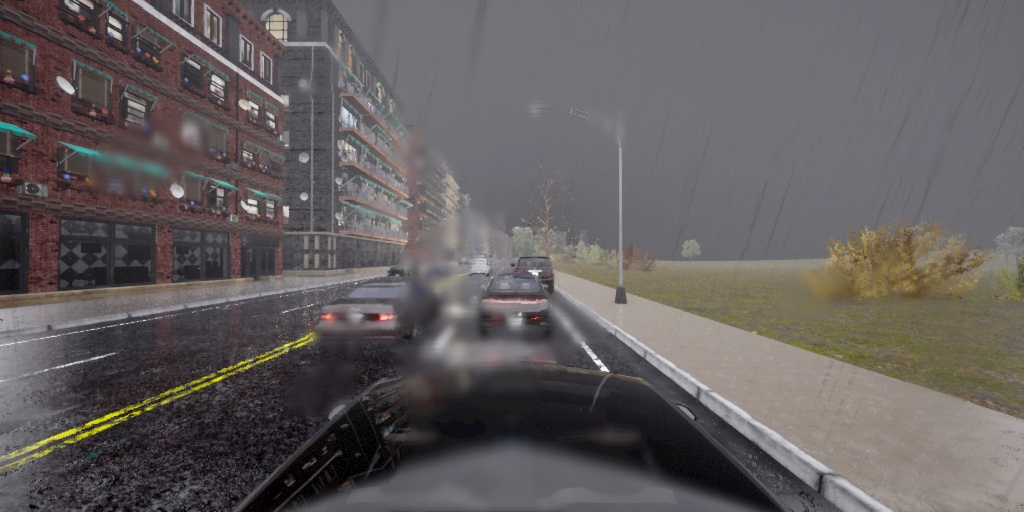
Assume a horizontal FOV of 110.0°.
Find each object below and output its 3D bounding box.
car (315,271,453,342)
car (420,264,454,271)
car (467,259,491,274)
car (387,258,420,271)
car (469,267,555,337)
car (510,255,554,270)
[{"bbox_3d":[-3.154,1.298,9.771,2.033,1.411,5.357,0,0,0],"label":"car"},{"bbox_3d":[-6.622,1.352,32.820,1.895,1.301,4.718,0,0,0],"label":"car"},{"bbox_3d":[-3.174,1.276,36.518,1.812,1.442,4.674,0,0,0],"label":"car"},{"bbox_3d":[-9.872,1.103,33.114,2.097,1.767,4.553,0,0,0],"label":"car"},{"bbox_3d":[0.094,1.243,10.329,2.128,1.511,4.902,0,0,0],"label":"car"},{"bbox_3d":[1.125,0.976,20.199,2.150,2.045,5.566,0,0,0],"label":"car"}]
